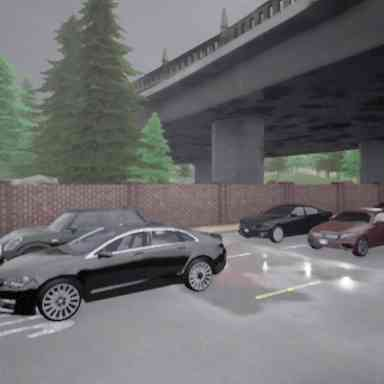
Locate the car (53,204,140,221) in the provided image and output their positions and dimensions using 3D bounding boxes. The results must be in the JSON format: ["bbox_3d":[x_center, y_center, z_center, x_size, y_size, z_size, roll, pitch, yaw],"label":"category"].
[{"bbox_3d":[-3.387,1.290,10.121,4.553,1.767,2.097,-1,1,-33],"label":"car"}]

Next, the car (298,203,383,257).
[{"bbox_3d":[6.280,1.349,12.267,4.674,1.442,1.812,-1,1,-33],"label":"car"}]

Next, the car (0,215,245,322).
[{"bbox_3d":[-1.472,1.439,7.193,4.902,1.511,2.128,-1,1,-33],"label":"car"}]

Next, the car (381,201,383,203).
[{"bbox_3d":[12.483,1.210,20.510,4.674,1.442,1.812,-1,1,-33],"label":"car"}]

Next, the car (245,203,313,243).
[{"bbox_3d":[4.355,1.292,15.190,5.008,1.535,1.882,-1,1,-33],"label":"car"}]
